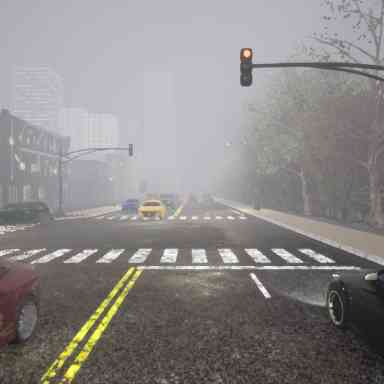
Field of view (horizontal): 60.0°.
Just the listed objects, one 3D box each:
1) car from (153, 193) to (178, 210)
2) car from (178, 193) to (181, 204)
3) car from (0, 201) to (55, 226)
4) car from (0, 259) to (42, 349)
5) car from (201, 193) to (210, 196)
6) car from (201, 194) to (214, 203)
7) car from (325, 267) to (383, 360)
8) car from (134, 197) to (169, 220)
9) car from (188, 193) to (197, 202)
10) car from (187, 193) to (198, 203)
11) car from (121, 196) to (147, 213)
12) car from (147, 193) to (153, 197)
[{"bbox_3d":[-3.314,1.208,43.231,2.150,2.045,5.566,0,0,0],"label":"car"},{"bbox_3d":[-3.258,1.201,61.248,2.150,2.045,5.566,0,0,0],"label":"car"},{"bbox_3d":[-11.771,1.418,22.442,4.553,1.767,2.097,-1,0,-30],"label":"car"},{"bbox_3d":[-3.348,1.525,3.681,1.812,1.442,4.674,0,0,0],"label":"car"},{"bbox_3d":[3.315,1.195,76.863,2.150,2.045,5.566,0,0,0],"label":"car"},{"bbox_3d":[3.408,1.576,66.883,1.895,1.301,4.718,0,0,0],"label":"car"},{"bbox_3d":[3.353,1.563,4.245,1.994,1.385,4.181,0,0,0],"label":"car"},{"bbox_3d":[-3.325,1.470,28.165,1.882,1.535,5.008,0,0,0],"label":"car"},{"bbox_3d":[0.067,1.194,78.115,2.150,2.045,5.566,0,0,0],"label":"car"},{"bbox_3d":[0.159,1.452,67.922,1.882,1.535,5.008,0,0,0],"label":"car"},{"bbox_3d":[-6.568,1.466,37.122,1.882,1.535,5.008,0,0,0],"label":"car"},{"bbox_3d":[-6.541,1.204,56.341,2.150,2.045,5.566,0,0,0],"label":"car"}]
